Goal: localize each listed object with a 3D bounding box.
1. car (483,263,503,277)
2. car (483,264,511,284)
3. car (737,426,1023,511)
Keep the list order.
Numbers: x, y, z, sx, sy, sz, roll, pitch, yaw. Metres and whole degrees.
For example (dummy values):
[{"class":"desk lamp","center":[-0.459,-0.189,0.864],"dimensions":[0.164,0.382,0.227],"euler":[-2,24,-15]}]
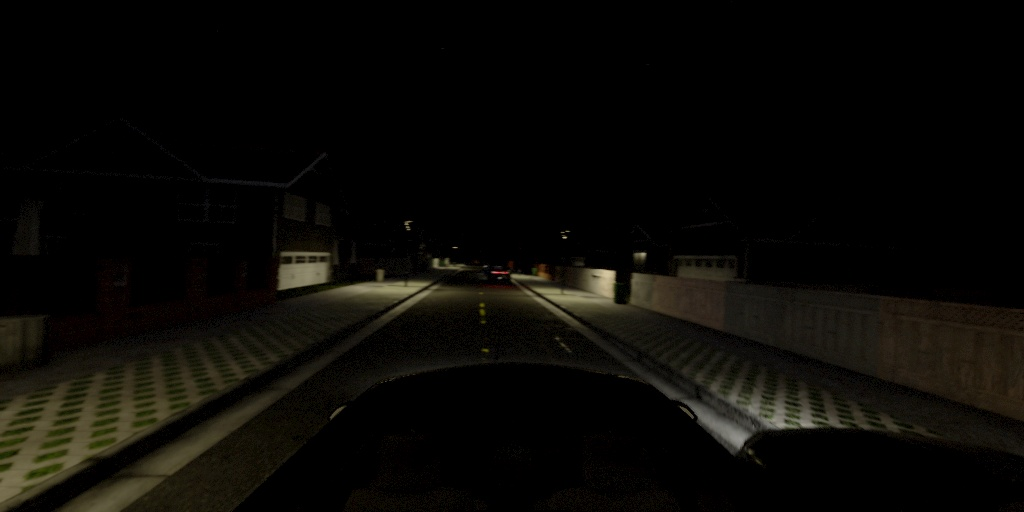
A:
[{"class":"car","center":[-2.269,1.617,41.810],"dimensions":[1.994,1.385,4.181],"euler":[3,0,-5]},{"class":"car","center":[-1.117,1.476,29.583],"dimensions":[2.128,1.511,4.902],"euler":[3,-1,-5]},{"class":"car","center":[2.471,1.360,0.428],"dimensions":[1.837,1.490,4.892],"euler":[3,-1,-5]}]
